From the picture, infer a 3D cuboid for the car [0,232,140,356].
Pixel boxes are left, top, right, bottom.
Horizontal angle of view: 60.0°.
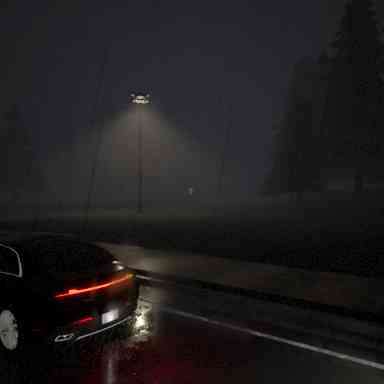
[{"bbox_3d":[-3.123,1.505,6.101,4.892,1.490,1.837,0,0,36],"label":"car"}]
